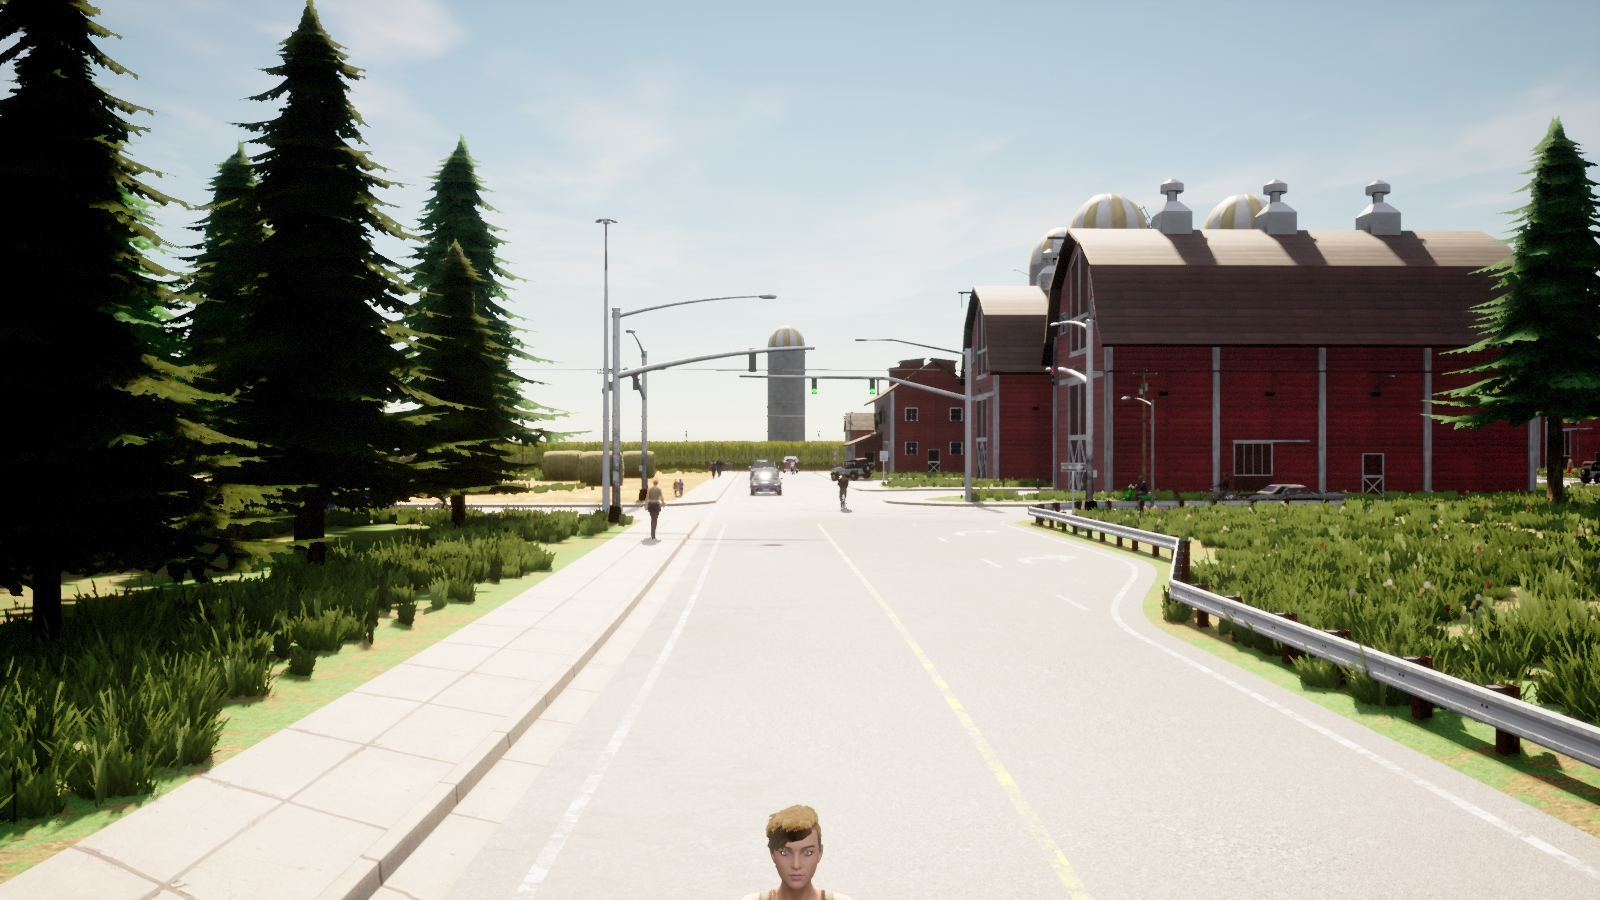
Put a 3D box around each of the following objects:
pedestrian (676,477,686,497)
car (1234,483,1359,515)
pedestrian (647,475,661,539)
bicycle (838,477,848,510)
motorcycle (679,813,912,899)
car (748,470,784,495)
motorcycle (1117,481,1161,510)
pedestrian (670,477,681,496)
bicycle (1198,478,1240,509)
[{"bbox_3d":[-6.699,2.053,64.129,0.500,1.100,0.500,0,0,-11],"label":"pedestrian"},{"bbox_3d":[21.955,2.158,50.619,4.718,1.301,1.895,0,0,0],"label":"car"},{"bbox_3d":[-4.308,1.672,33.681,0.375,1.860,0.375,0,0,1],"label":"pedestrian"},{"bbox_3d":[2.019,2.046,54.080,0.329,1.471,1.835,0,0,-2],"label":"bicycle"},{"bbox_3d":[-0.013,2.128,3.457,0.764,1.307,2.356,0,0,0],"label":"motorcycle"},{"bbox_3d":[-2.153,2.036,72.119,2.163,1.488,4.792,0,0,-2],"label":"car"},{"bbox_3d":[15.989,2.145,53.899,1.805,1.316,0.856,0,0,-1],"label":"motorcycle"},{"bbox_3d":[-7.049,2.056,64.616,0.500,1.100,0.500,0,0,10],"label":"pedestrian"},{"bbox_3d":[19.800,2.064,53.998,1.835,1.471,0.329,0,0,-1],"label":"bicycle"}]
